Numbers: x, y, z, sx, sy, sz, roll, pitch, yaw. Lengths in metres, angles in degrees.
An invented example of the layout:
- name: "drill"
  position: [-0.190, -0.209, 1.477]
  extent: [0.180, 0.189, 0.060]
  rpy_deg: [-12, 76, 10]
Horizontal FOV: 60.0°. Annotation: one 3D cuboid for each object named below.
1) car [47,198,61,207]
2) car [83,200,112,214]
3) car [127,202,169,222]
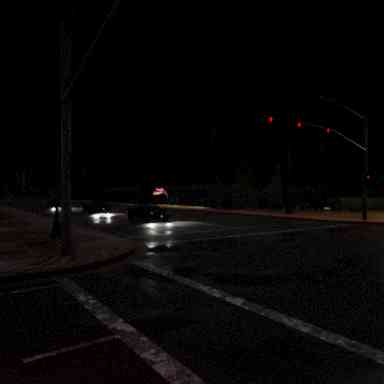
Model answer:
- name: "car"
  position: [-20.418, 1.597, 50.206]
  extent: [1.895, 1.301, 4.718]
  rpy_deg: [0, 0, -35]
- name: "car"
  position: [-10.210, 1.560, 35.742]
  extent: [1.994, 1.385, 4.181]
  rpy_deg: [0, 0, -35]
- name: "car"
  position: [-3.596, 1.522, 26.479]
  extent: [1.812, 1.442, 4.674]
  rpy_deg: [0, 0, -36]
